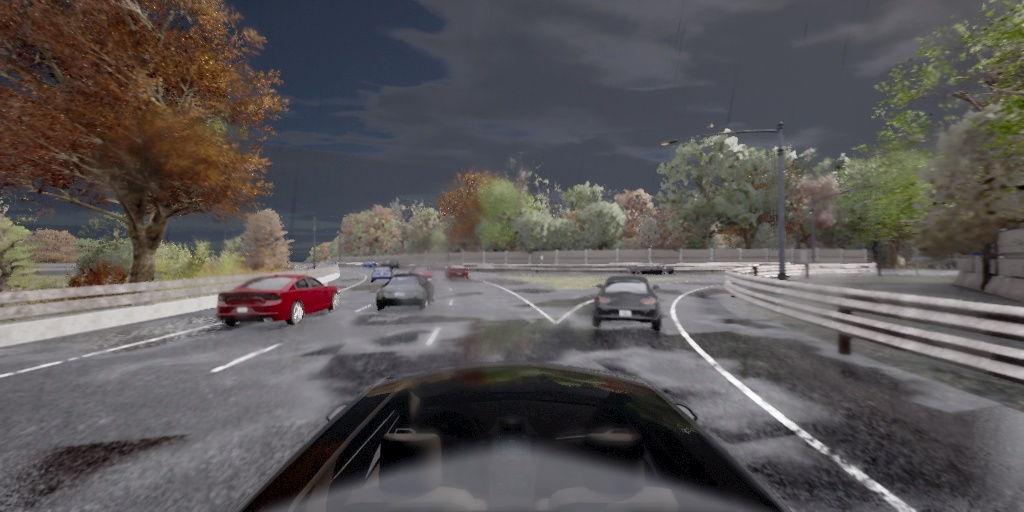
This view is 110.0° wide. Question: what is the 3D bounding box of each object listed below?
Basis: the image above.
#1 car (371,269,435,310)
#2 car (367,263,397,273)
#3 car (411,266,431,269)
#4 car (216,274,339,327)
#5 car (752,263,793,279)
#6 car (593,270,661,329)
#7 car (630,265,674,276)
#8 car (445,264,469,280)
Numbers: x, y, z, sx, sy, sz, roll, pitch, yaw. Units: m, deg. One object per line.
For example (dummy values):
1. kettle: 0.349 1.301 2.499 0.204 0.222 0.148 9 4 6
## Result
1. car: -4.524 1.459 15.701 1.994 1.385 4.181 0 0 -7
2. car: -11.994 1.634 33.272 2.033 1.411 5.357 0 -1 -18
3. car: -9.060 1.657 35.758 1.994 1.385 4.181 0 -1 -17
4. car: -7.619 1.359 12.273 1.882 1.535 5.008 0 0 -6
5. car: 25.635 1.438 35.354 4.674 1.442 1.812 0 -1 -27
6. car: 3.688 1.342 11.502 1.812 1.442 4.674 -1 -1 19
7. car: 15.858 1.680 41.056 4.718 1.301 1.895 0 -1 7
8. car: -5.604 1.557 36.134 1.882 1.535 5.008 0 -1 -16
